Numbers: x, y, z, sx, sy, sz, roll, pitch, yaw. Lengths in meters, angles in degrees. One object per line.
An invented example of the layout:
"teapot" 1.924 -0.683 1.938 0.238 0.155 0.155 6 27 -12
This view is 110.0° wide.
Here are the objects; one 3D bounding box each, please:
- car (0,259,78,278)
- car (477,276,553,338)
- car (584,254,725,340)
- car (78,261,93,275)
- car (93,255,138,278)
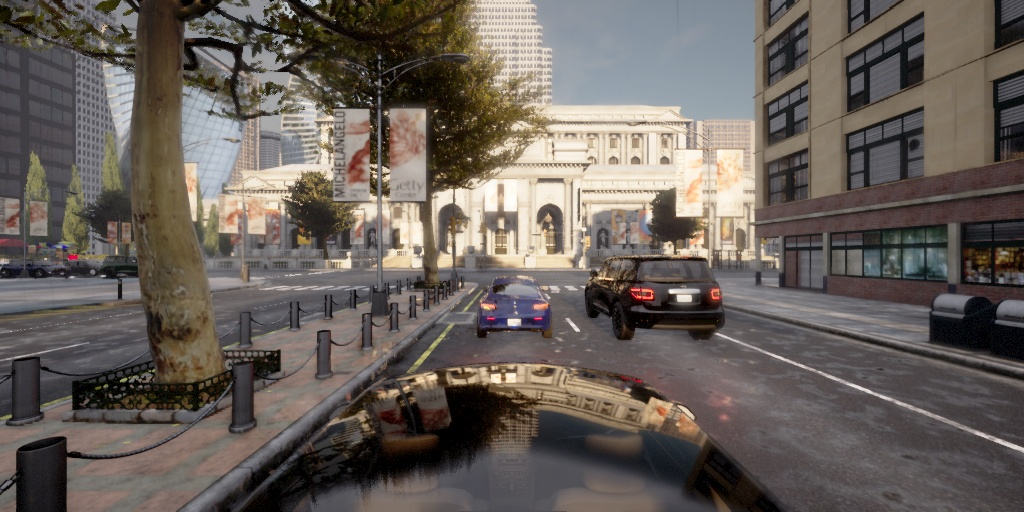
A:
"car" -45.080 1.102 34.091 4.553 1.767 2.097 0 0 -2
"car" 0.072 1.276 10.110 1.812 1.442 4.674 0 0 0
"car" 3.579 0.971 10.121 2.150 2.045 5.566 0 0 0
"car" -44.450 1.255 37.615 4.892 1.490 1.837 0 0 -1
"car" -35.669 0.971 34.171 5.566 2.045 2.150 0 0 0
